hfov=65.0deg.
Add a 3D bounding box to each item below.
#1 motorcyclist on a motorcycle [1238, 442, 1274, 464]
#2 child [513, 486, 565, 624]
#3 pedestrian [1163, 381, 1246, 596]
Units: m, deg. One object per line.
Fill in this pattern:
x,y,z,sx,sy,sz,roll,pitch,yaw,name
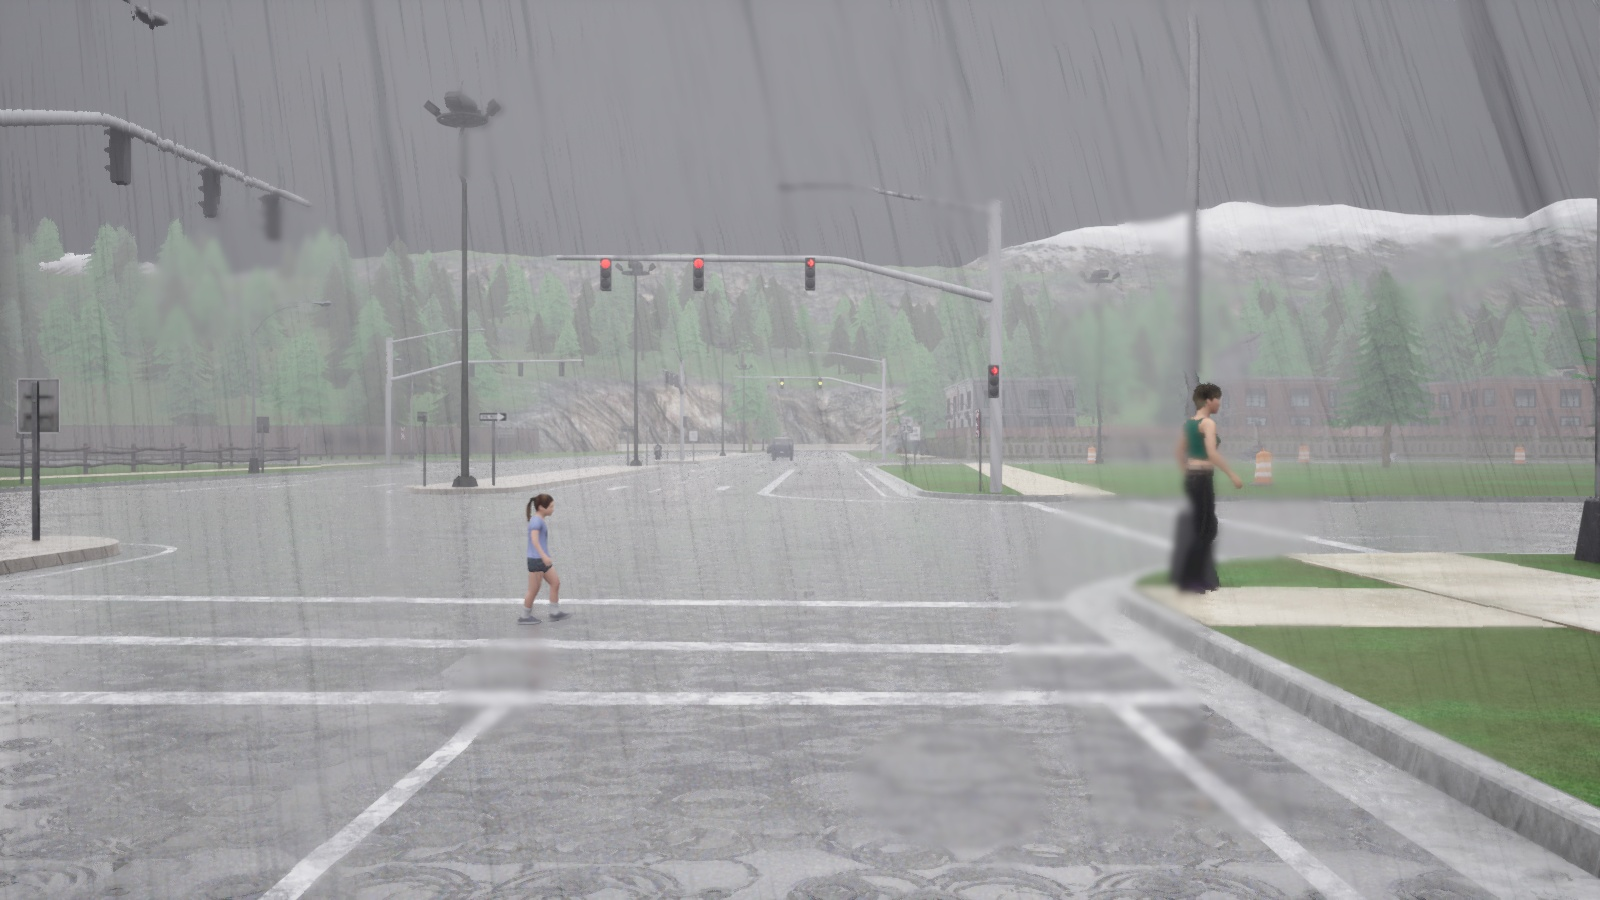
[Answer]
33.777,0.199,93.065,2.350,1.649,0.766,0,0,1,motorcyclist on a motorcycle
-2.143,0.855,10.338,0.394,1.110,0.255,0,0,-6,child
3.506,0.327,10.899,0.594,1.836,0.345,0,0,-4,pedestrian
